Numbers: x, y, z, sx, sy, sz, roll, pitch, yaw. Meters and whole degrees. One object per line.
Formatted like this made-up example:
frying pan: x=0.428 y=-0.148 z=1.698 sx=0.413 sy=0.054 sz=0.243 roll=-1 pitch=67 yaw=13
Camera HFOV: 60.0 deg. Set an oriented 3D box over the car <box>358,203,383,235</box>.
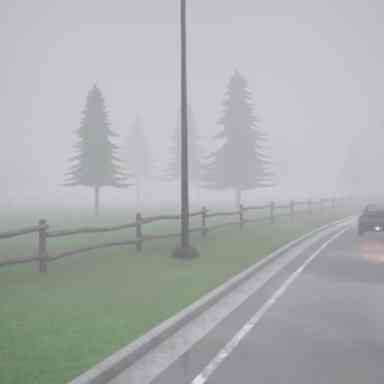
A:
car: x=9.714 y=1.320 z=16.825 sx=1.837 sy=1.490 sz=4.892 roll=0 pitch=1 yaw=36
